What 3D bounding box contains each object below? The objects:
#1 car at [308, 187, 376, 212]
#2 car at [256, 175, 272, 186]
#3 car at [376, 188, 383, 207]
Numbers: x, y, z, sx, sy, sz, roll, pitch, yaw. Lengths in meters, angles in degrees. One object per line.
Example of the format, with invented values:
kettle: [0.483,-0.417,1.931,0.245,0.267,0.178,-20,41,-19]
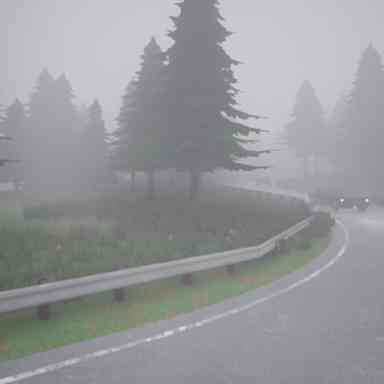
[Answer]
car: [9.124,0.382,20.986,1.895,1.301,4.718,1,5,-3]
car: [9.869,-1.644,45.616,1.837,1.490,4.892,0,4,12]
car: [12.402,0.401,20.366,1.812,1.442,4.674,1,4,0]
